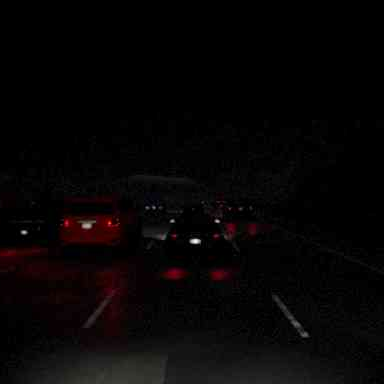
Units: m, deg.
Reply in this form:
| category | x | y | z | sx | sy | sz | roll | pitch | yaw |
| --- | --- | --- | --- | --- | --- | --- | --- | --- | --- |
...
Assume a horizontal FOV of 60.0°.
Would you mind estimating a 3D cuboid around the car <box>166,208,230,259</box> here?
| category | x | y | z | sx | sy | sz | roll | pitch | yaw |
| --- | --- | --- | --- | --- | --- | --- | --- | --- | --- |
| car | 0.108 | 1.521 | 12.487 | 1.994 | 1.385 | 4.181 | 0 | 0 | 0 |

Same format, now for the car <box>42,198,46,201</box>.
| category | x | y | z | sx | sy | sz | roll | pitch | yaw |
| --- | --- | --- | --- | --- | --- | --- | --- | --- | --- |
| car | -17.557 | 1.416 | 44.016 | 1.994 | 1.385 | 4.181 | 0 | 0 | 0 |

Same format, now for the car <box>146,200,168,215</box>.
| category | x | y | z | sx | sy | sz | roll | pitch | yaw |
| --- | --- | --- | --- | --- | --- | --- | --- | --- | --- |
| car | -3.378 | 1.439 | 32.086 | 2.033 | 1.411 | 5.357 | 0 | 0 | 0 |

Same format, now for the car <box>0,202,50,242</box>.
| category | x | y | z | sx | sy | sz | roll | pitch | yaw |
| --- | --- | --- | --- | --- | --- | --- | --- | --- | --- |
| car | -6.890 | 1.437 | 16.104 | 2.128 | 1.511 | 4.902 | 0 | 0 | 0 |

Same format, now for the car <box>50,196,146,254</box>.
| category | x | y | z | sx | sy | sz | roll | pitch | yaw |
| --- | --- | --- | --- | --- | --- | --- | --- | --- | --- |
| car | -3.404 | 1.176 | 13.403 | 2.150 | 2.045 | 5.566 | 0 | 0 | 0 |

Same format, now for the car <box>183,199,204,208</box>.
| category | x | y | z | sx | sy | sz | roll | pitch | yaw |
| --- | --- | --- | --- | --- | --- | --- | --- | --- | --- |
| car | 0.121 | 1.370 | 31.946 | 1.882 | 1.535 | 5.008 | 0 | 0 | 0 |

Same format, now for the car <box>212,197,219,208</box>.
| category | x | y | z | sx | sy | sz | roll | pitch | yaw |
| --- | --- | --- | --- | --- | --- | --- | --- | --- | --- |
| car | 3.612 | 1.360 | 43.324 | 1.837 | 1.490 | 4.892 | 0 | 0 | 0 |

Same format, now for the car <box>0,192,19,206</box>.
| category | x | y | z | sx | sy | sz | roll | pitch | yaw |
| --- | --- | --- | --- | --- | --- | --- | --- | --- | --- |
| car | -24.557 | 1.075 | 43.561 | 2.150 | 2.045 | 5.566 | 0 | 0 | 0 |

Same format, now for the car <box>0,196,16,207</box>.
| category | x | y | z | sx | sy | sz | roll | pitch | yaw |
| --- | --- | --- | --- | --- | --- | --- | --- | --- | --- |
| car | -28.030 | 1.341 | 48.737 | 1.837 | 1.490 | 4.892 | 0 | 0 | 0 |

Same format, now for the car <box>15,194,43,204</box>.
| category | x | y | z | sx | sy | sz | roll | pitch | yaw |
| --- | --- | --- | --- | --- | --- | --- | --- | --- | --- |
| car | -21.055 | 1.328 | 44.421 | 1.882 | 1.535 | 5.008 | 0 | 0 | 0 |

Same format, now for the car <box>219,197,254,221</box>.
| category | x | y | z | sx | sy | sz | roll | pitch | yaw |
| --- | --- | --- | --- | --- | --- | --- | --- | --- | --- |
| car | 3.594 | 1.261 | 26.560 | 2.097 | 1.767 | 4.553 | 0 | 0 | 0 |
